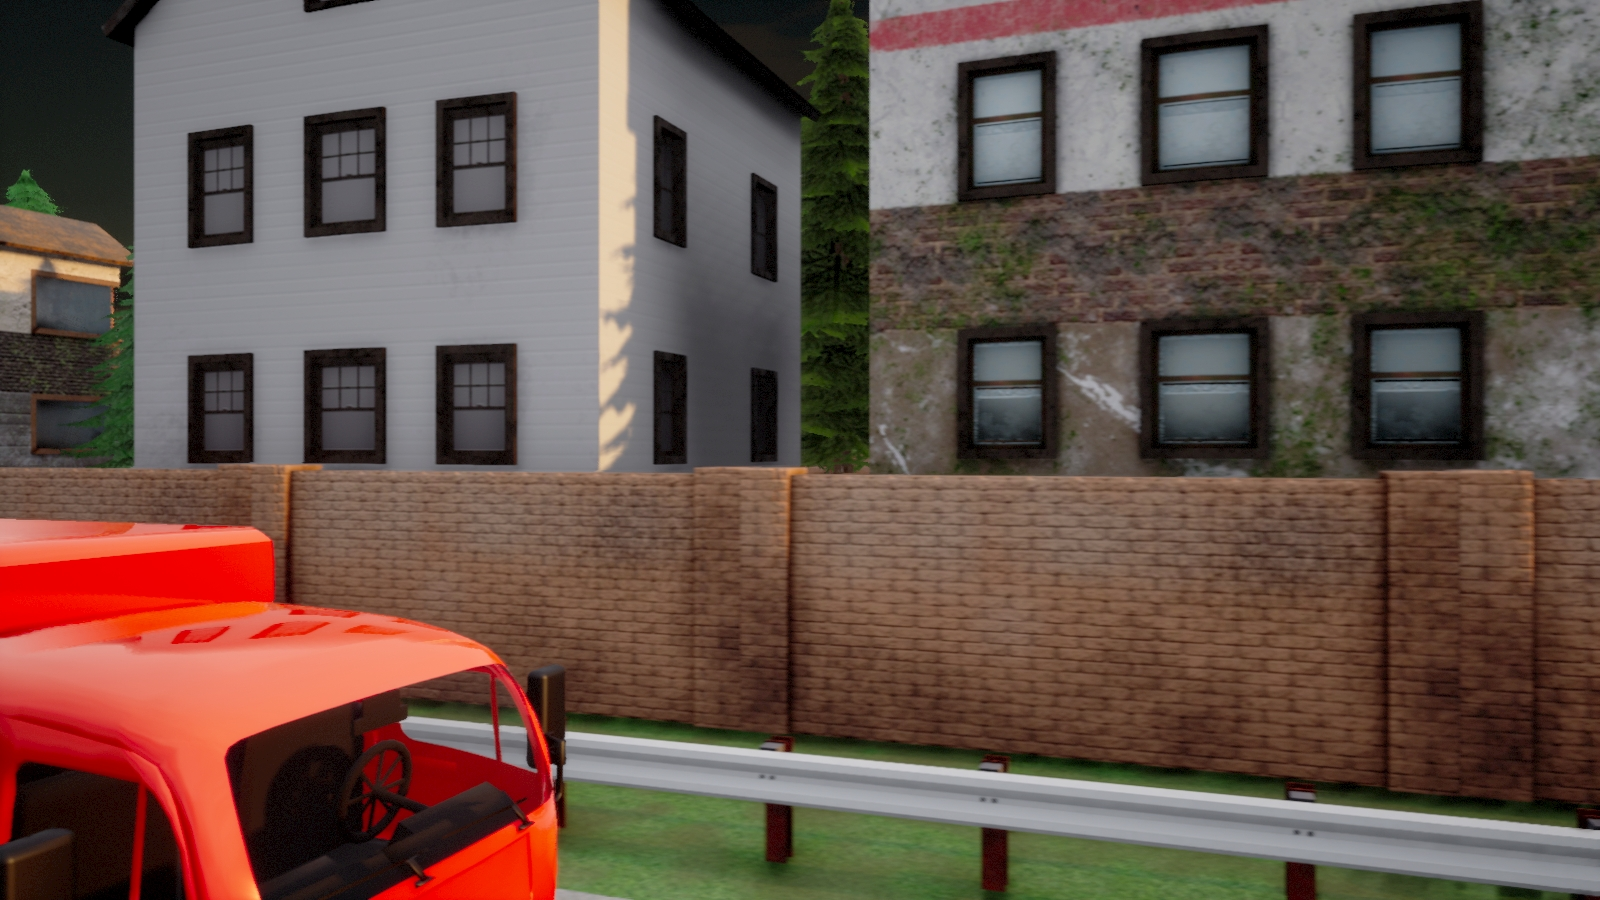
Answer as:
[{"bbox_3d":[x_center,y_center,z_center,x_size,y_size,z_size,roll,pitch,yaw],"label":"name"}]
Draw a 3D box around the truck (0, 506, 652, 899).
[{"bbox_3d":[-3.544,1.558,4.581,5.204,2.467,2.627,1,0,20],"label":"truck"}]
